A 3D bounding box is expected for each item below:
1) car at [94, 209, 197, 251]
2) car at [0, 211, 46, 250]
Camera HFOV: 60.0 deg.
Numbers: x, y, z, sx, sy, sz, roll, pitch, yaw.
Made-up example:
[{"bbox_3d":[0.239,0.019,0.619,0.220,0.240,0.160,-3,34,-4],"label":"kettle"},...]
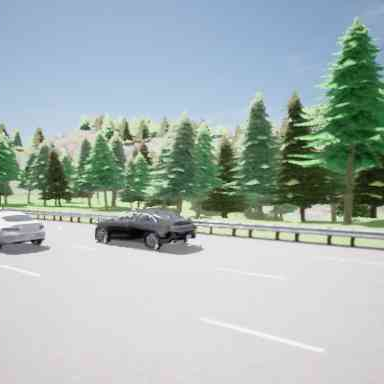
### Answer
[{"bbox_3d":[-2.103,1.491,14.090,4.902,1.511,2.128,0,0,35],"label":"car"},{"bbox_3d":[-8.018,1.525,14.008,4.674,1.442,1.812,0,0,36],"label":"car"}]
